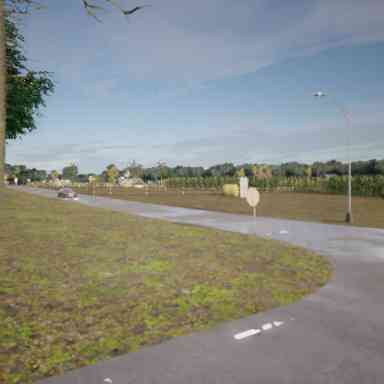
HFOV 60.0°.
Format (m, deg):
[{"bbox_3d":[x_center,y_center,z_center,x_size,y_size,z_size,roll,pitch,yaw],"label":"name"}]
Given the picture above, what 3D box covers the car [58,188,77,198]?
[{"bbox_3d":[-18.772,0.086,49.871,1.812,1.442,4.674,-2,3,-36],"label":"car"}]
